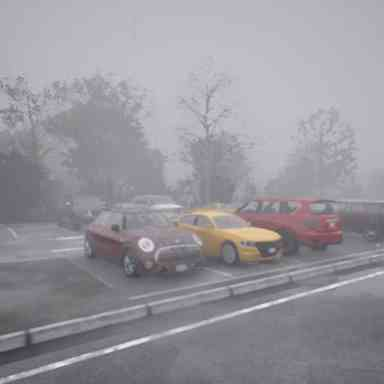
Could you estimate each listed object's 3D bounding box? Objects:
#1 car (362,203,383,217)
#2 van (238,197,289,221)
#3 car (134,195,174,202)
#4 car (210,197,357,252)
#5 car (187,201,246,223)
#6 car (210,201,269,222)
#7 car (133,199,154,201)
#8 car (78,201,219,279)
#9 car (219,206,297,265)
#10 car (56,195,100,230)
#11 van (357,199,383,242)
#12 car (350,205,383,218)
[{"bbox_3d":[25.907,2.418,44.997,2.185,1.767,4.553,3,-2,-35],"label":"car"},{"bbox_3d":[6.546,1.496,30.898,1.878,1.987,4.442,2,-1,-36],"label":"van"},{"bbox_3d":[-2.572,1.253,24.443,2.435,2.045,5.566,1,0,-36],"label":"car"},{"bbox_3d":[3.250,1.231,13.579,2.435,2.045,5.566,1,-1,-36],"label":"car"},{"bbox_3d":[1.939,1.599,27.954,1.946,1.575,5.366,1,-1,-36],"label":"car"},{"bbox_3d":[4.098,1.654,29.508,1.946,1.575,5.366,2,-1,-36],"label":"car"},{"bbox_3d":[-4.847,1.473,22.818,2.231,1.521,4.892,1,0,-36],"label":"car"},{"bbox_3d":[-1.569,1.295,10.081,2.185,1.767,4.553,1,0,-36],"label":"car"},{"bbox_3d":[0.901,1.452,11.843,2.097,1.535,5.008,1,0,-36],"label":"car"},{"bbox_3d":[-6.991,1.193,21.232,2.435,2.045,5.566,1,0,-36],"label":"car"},{"bbox_3d":[8.219,1.355,17.273,1.878,1.987,4.442,1,-1,-36],"label":"van"},{"bbox_3d":[23.357,2.457,43.106,2.002,1.452,4.674,3,-2,-36],"label":"car"}]
